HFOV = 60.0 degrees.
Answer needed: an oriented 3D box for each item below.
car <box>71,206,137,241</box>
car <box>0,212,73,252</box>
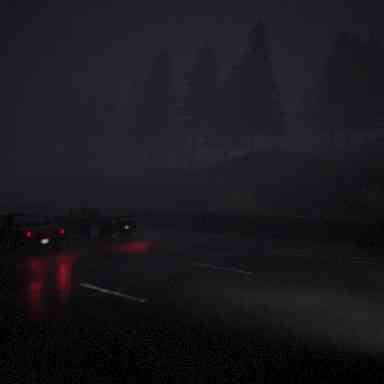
[{"bbox_3d":[-4.899,1.415,16.304,5.008,1.535,1.882,0,0,36],"label":"car"},{"bbox_3d":[-7.253,1.525,13.690,4.718,1.301,1.895,0,0,36],"label":"car"}]
